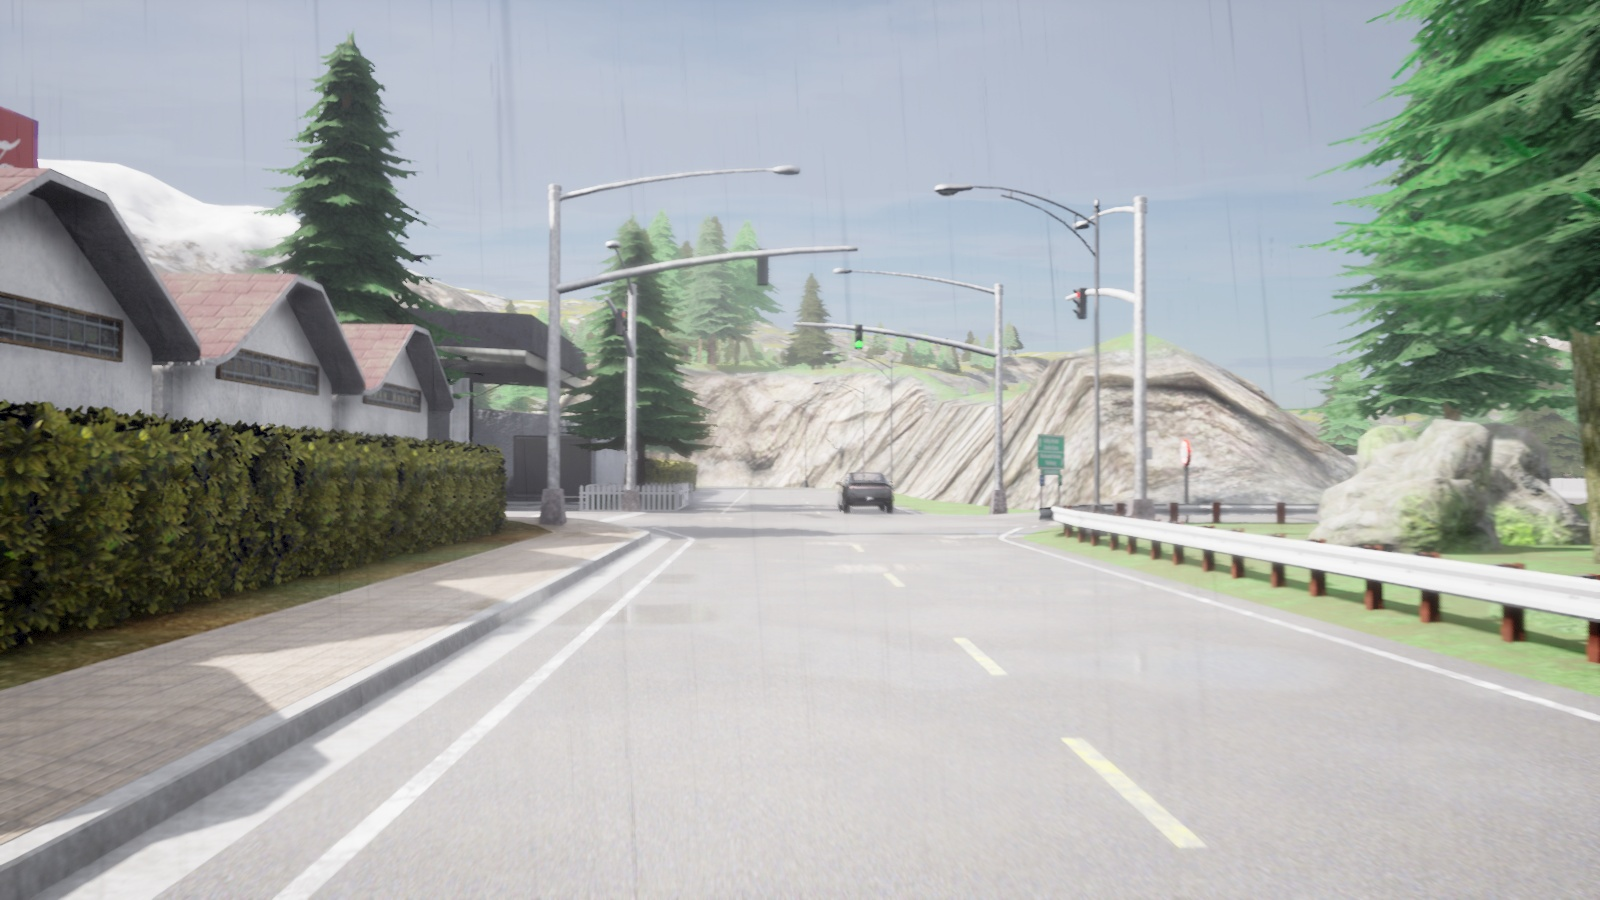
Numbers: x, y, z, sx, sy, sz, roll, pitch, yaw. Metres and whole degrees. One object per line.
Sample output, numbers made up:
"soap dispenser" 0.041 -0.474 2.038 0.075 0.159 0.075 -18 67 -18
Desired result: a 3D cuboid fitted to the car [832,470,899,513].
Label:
"car" 2.398 1.515 46.963 2.128 1.511 4.902 0 -1 -1
